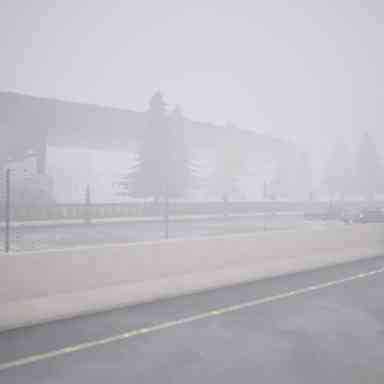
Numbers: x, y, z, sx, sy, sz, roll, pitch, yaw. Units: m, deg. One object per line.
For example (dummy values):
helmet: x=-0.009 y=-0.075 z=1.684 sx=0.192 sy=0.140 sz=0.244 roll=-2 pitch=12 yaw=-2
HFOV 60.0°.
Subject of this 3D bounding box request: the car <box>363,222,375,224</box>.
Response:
car: x=13.903 y=1.892 z=26.551 sx=4.718 sy=1.301 sz=1.895 roll=1 pitch=0 yaw=-35
